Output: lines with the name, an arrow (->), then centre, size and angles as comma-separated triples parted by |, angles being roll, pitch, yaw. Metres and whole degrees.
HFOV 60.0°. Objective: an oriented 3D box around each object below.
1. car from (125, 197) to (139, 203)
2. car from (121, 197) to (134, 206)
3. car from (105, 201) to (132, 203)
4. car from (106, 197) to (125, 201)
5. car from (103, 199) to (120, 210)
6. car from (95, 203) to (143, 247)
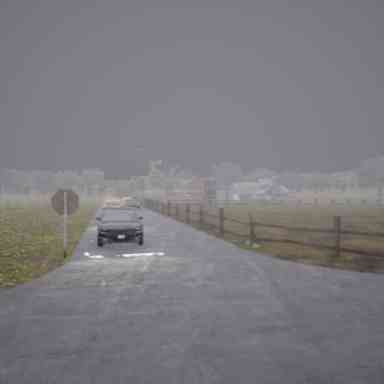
car -> -8.331, 1.641, 46.638 | 2.033, 1.411, 5.357 | 0, 0, -14
car -> -11.085, 1.598, 56.944 | 1.882, 1.535, 5.008 | 0, 0, -14
car -> -5.875, 1.607, 25.158 | 1.994, 1.385, 4.181 | 0, 0, -15
car -> -8.287, 1.543, 34.645 | 1.882, 1.535, 5.008 | 0, 0, -14
car -> -10.956, 1.639, 45.146 | 2.033, 1.411, 5.357 | 0, 0, -14
car -> -3.407, 1.498, 15.554 | 1.882, 1.535, 5.008 | 0, 0, -14
